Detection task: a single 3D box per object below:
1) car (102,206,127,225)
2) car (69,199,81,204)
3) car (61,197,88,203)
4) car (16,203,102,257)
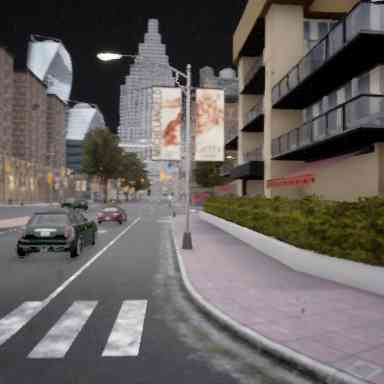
[{"bbox_3d":[-6.455,1.843,27.067,1.812,1.442,4.674,1,-1,-4],"label":"car"},{"bbox_3d":[-29.889,2.465,85.095,1.895,1.301,4.718,1,-1,-5],"label":"car"},{"bbox_3d":[-17.190,1.720,48.439,5.566,2.045,2.150,0,-1,45],"label":"car"},{"bbox_3d":[-5.274,1.491,13.620,2.097,1.767,4.553,1,-1,-5],"label":"car"}]
